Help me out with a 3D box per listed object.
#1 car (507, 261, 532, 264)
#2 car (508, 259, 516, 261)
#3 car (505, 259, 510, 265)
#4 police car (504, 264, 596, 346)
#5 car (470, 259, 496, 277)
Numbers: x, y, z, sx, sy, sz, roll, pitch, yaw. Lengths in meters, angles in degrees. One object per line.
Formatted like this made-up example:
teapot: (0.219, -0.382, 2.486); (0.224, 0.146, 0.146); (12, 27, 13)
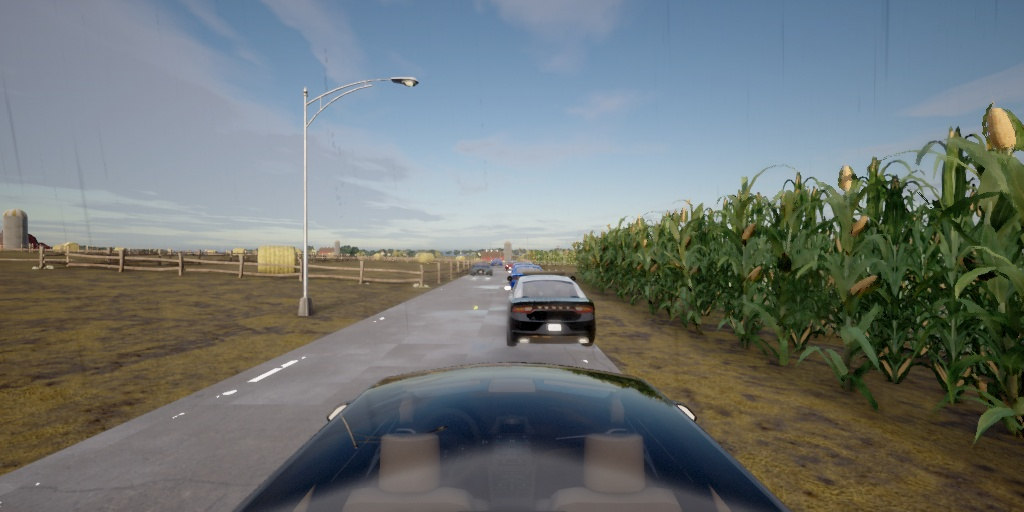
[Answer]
car: (0.822, 1.213, 19.387); (1.882, 1.535, 5.008); (0, 0, 0)
car: (0.817, 1.201, 25.386); (1.882, 1.535, 5.008); (0, 0, 0)
car: (0.026, 1.295, 47.739); (1.895, 1.301, 4.718); (0, 0, 0)
police car: (0.823, 1.171, 9.496); (1.930, 1.638, 5.238); (0, 0, 0)
car: (-2.856, 1.272, 34.558); (1.994, 1.385, 4.181); (0, 0, 0)
